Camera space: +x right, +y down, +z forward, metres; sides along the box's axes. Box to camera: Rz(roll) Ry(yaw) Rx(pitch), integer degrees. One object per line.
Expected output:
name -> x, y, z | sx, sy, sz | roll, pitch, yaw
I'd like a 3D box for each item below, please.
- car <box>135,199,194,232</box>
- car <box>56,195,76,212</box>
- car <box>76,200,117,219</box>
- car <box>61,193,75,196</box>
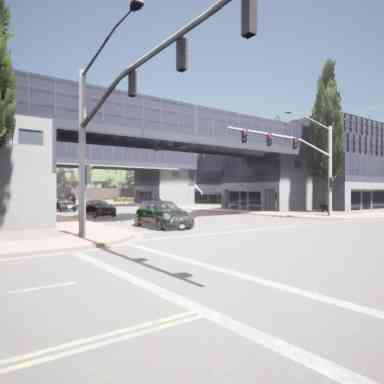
car -> -1.776, 1.350, 20.460 | 2.097, 1.767, 4.553 | 0, 0, -34
car -> -14.876, 1.489, 38.634 | 2.128, 1.511, 4.902 | 0, 0, -36
car -> -8.380, 1.475, 29.702 | 1.882, 1.535, 5.008 | 0, 0, -36
car -> -23.749, 1.217, 63.027 | 2.150, 2.045, 5.566 | 0, 0, -36
